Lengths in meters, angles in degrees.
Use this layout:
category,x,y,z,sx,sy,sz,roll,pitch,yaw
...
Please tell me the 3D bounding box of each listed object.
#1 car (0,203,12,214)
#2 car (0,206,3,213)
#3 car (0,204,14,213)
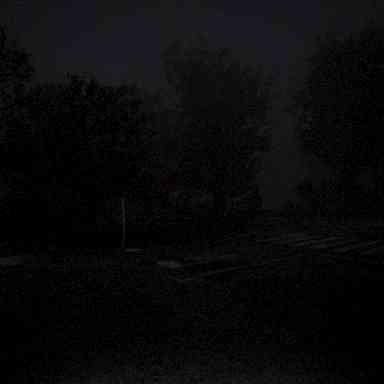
category,x,y,z,sx,sy,sz,roll,pitch,yaw
car,-40.231,3.422,68.031,5.566,2.045,2.435,0,-1,-38
car,-45.342,3.918,74.616,4.892,1.521,2.231,0,-2,-38
car,-36.702,3.367,63.452,4.553,1.767,2.185,0,-1,-38
